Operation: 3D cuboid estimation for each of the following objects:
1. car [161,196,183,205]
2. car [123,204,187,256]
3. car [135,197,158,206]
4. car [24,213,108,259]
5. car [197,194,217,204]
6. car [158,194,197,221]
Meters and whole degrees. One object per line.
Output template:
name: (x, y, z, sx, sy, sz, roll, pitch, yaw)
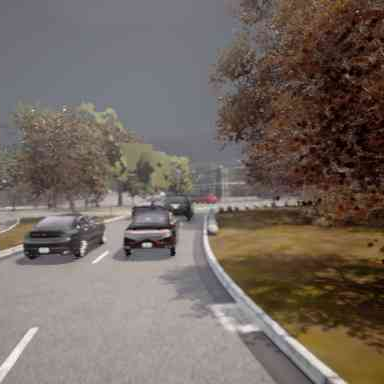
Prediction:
car: (-4.470, 1.880, 73.124, 4.553, 1.767, 2.097, -2, -1, 37)
car: (-1.445, 1.499, 13.256, 2.128, 1.511, 4.902, -1, 0, 0)
car: (-3.789, 1.518, 29.316, 1.882, 1.535, 5.008, -1, 0, 9)
car: (-4.685, 1.580, 12.987, 1.837, 1.490, 4.892, -1, 1, 0)
car: (2.917, 1.542, 71.619, 5.566, 2.045, 2.150, -2, -1, 43)
car: (-1.023, 1.197, 27.005, 2.150, 2.045, 5.566, -1, 0, 4)
